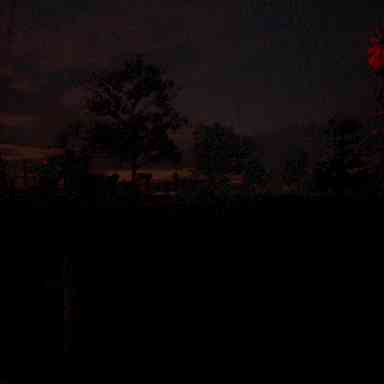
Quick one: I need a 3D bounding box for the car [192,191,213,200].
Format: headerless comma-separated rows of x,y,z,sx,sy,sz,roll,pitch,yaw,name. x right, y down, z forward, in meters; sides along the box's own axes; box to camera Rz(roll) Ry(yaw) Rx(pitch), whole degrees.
1.879,0.559,58.781,1.882,1.535,5.008,0,1,37,car
